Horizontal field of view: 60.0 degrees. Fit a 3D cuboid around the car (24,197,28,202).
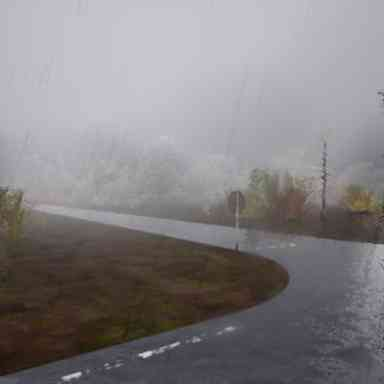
[{"bbox_3d":[-42.647,1.970,84.052,2.033,1.411,5.357,2,-1,-36],"label":"car"}]
